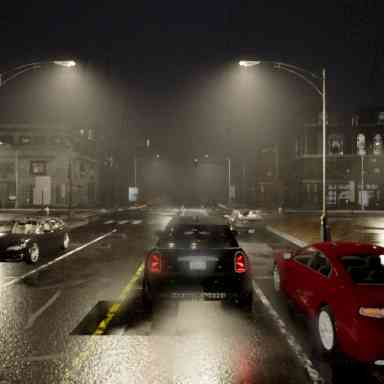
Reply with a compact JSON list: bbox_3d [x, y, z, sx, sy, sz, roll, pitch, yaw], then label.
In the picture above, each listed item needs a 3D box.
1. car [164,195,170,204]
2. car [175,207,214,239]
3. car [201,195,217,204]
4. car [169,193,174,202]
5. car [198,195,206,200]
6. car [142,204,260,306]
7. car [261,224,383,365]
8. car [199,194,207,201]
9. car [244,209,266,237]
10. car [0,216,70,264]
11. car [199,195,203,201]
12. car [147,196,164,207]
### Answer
[{"bbox_3d":[-5.608,1.559,60.752,2.008,1.369,4.403,0,0,0],"label":"car"},{"bbox_3d":[0.114,1.603,18.388,1.895,1.301,4.718,0,0,0],"label":"car"},{"bbox_3d":[2.758,1.572,49.685,1.947,1.339,4.313,0,0,0],"label":"car"},{"bbox_3d":[-5.593,1.451,71.796,1.967,1.590,4.097,0,0,0],"label":"car"},{"bbox_3d":[2.815,1.571,93.860,2.008,1.369,4.403,0,0,0],"label":"car"},{"bbox_3d":[0.110,1.353,8.167,2.097,1.767,4.553,0,0,0],"label":"car"},{"bbox_3d":[2.702,1.545,5.911,1.887,1.381,4.507,0,0,0],"label":"car"},{"bbox_3d":[2.809,1.458,88.337,1.967,1.590,4.097,0,0,0],"label":"car"},{"bbox_3d":[2.717,1.553,17.295,2.008,1.369,4.403,0,0,0],"label":"car"},{"bbox_3d":[-5.671,1.552,11.631,2.008,1.369,4.403,0,0,0],"label":"car"},{"bbox_3d":[2.772,1.590,60.727,1.802,1.307,4.206,0,0,0],"label":"car"},{"bbox_3d":[-5.622,1.588,49.709,1.802,1.307,4.206,0,0,0],"label":"car"}]
